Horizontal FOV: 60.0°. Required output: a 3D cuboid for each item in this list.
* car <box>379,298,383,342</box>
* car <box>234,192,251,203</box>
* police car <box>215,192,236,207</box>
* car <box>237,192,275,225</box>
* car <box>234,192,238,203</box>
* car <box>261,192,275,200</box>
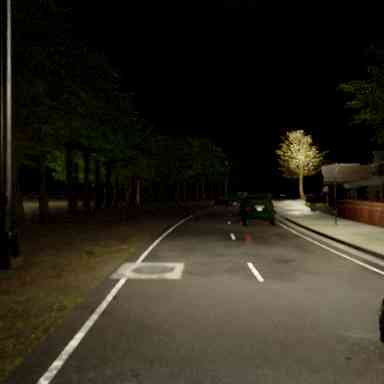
[{"bbox_3d":[3.605,1.348,2.695,2.097,1.767,4.553,0,0,0],"label":"car"},{"bbox_3d":[9.889,1.020,64.542,2.150,2.045,5.566,0,0,22],"label":"car"},{"bbox_3d":[4.809,1.298,49.539,1.930,1.638,5.238,0,0,16],"label":"police car"},{"bbox_3d":[4.593,1.184,23.835,2.150,2.045,5.566,0,0,6],"label":"car"},{"bbox_3d":[7.795,1.048,58.948,2.150,2.045,5.566,0,0,19],"label":"car"},{"bbox_3d":[18.399,0.972,80.536,2.097,1.767,4.553,0,0,28],"label":"car"}]
